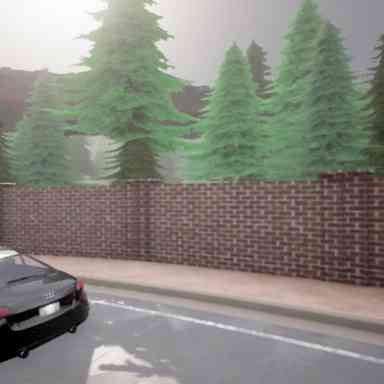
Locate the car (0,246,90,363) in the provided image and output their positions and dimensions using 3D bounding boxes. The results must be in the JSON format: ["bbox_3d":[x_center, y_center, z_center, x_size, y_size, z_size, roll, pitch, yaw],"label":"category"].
[{"bbox_3d":[-3.765,1.612,5.459,4.181,1.385,1.994,-1,0,26],"label":"car"}]
